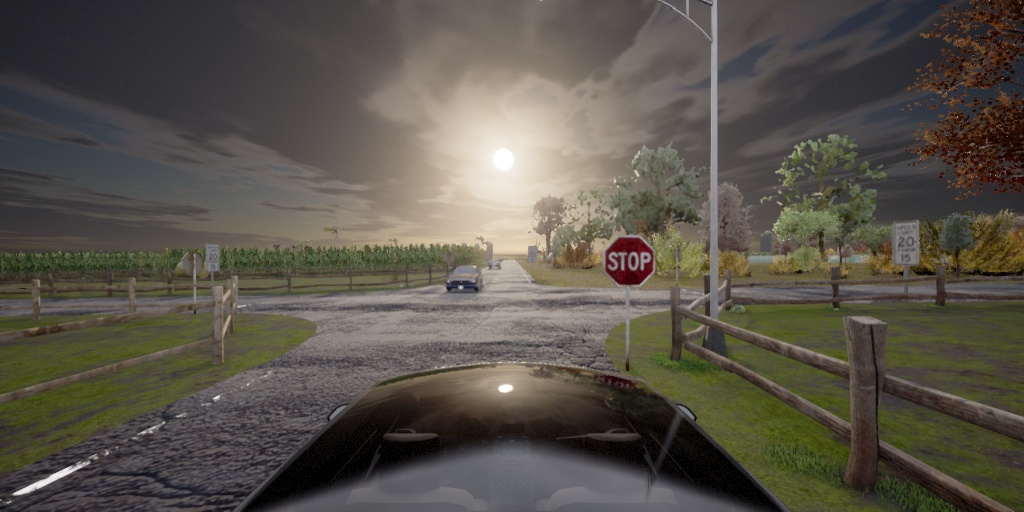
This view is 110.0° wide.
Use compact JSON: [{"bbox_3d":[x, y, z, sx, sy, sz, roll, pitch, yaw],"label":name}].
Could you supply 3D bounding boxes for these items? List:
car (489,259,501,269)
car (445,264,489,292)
[{"bbox_3d":[-2.745,1.248,57.246,2.128,1.511,4.902,0,0,0],"label":"car"},{"bbox_3d":[-2.755,1.312,21.925,2.033,1.411,5.357,0,0,0],"label":"car"}]
